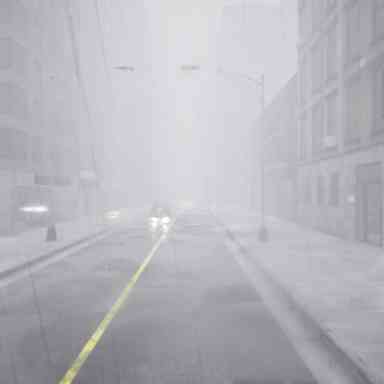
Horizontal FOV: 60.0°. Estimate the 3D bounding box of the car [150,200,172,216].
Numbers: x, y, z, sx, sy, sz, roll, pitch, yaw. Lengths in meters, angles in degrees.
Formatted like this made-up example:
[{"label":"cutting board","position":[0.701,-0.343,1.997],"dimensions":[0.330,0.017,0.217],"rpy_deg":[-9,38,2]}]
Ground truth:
[{"label":"car","position":[-3.095,1.598,33.830],"dimensions":[2.128,1.511,4.902],"rpy_deg":[0,0,0]}]
